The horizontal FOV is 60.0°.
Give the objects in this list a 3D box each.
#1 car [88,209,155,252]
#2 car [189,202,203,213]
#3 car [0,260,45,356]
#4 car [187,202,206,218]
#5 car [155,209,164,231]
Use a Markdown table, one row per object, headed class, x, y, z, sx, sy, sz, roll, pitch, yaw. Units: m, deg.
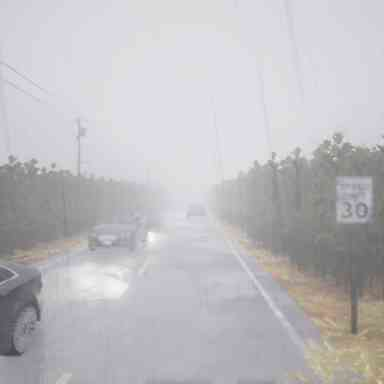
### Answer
| class | x | y | z | sx | sy | sz | roll | pitch | yaw |
| --- | --- | --- | --- | --- | --- | --- | --- | --- | --- |
| car | -3.150 | 1.669 | 14.901 | 2.128 | 1.511 | 4.902 | 0 | -1 | 1 |
| car | 0.563 | 2.081 | 46.000 | 1.812 | 1.442 | 4.674 | 0 | -1 | 1 |
| car | -3.280 | 1.531 | 3.362 | 2.128 | 1.511 | 4.902 | 0 | -1 | 1 |
| car | 0.467 | 1.996 | 35.778 | 1.994 | 1.385 | 4.181 | 0 | -1 | 0 |
| car | -2.975 | 1.833 | 22.492 | 1.994 | 1.385 | 4.181 | 0 | -1 | 1 |
